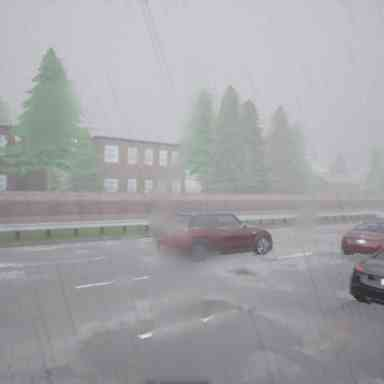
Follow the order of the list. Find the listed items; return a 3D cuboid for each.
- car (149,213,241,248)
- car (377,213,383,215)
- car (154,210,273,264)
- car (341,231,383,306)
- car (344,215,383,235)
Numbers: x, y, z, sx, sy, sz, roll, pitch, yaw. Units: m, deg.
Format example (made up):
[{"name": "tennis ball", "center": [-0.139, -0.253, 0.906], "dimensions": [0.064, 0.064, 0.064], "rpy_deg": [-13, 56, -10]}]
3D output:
[{"name": "car", "center": [0.211, 1.807, 16.529], "dimensions": [4.181, 1.385, 1.994], "rpy_deg": [1, -1, -34]}, {"name": "car", "center": [17.955, 2.125, 28.658], "dimensions": [4.718, 1.301, 1.895], "rpy_deg": [1, -1, -34]}, {"name": "car", "center": [1.001, 1.546, 12.830], "dimensions": [4.553, 1.767, 2.097], "rpy_deg": [1, -1, -34]}, {"name": "car", "center": [5.358, 1.704, 7.329], "dimensions": [4.181, 1.385, 1.994], "rpy_deg": [1, -1, -34]}, {"name": "car", "center": [7.837, 1.805, 13.262], "dimensions": [4.181, 1.385, 1.994], "rpy_deg": [1, -1, -34]}]
